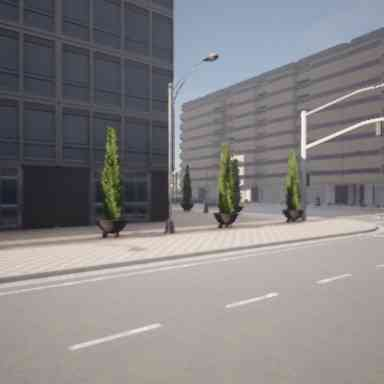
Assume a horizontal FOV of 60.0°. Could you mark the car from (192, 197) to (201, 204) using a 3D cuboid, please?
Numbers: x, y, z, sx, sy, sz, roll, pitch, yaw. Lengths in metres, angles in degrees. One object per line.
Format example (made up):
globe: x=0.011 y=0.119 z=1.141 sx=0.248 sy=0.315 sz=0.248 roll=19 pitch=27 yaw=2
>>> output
car: x=0.297 y=1.559 z=64.421 sx=1.895 sy=1.301 sz=4.718 roll=0 pitch=0 yaw=-35

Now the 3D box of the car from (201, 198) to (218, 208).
car: x=3.662 y=1.519 z=47.244 sx=1.994 sy=1.385 sz=4.181 roll=0 pitch=0 yaw=-35

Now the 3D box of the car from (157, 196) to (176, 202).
car: x=-5.642 y=1.549 z=72.762 sx=1.895 sy=1.301 sz=4.718 roll=0 pitch=0 yaw=-35

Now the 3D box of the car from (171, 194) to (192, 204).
car: x=-2.819 y=1.504 z=62.776 sx=2.033 sy=1.411 sz=5.357 roll=0 pitch=0 yaw=-35

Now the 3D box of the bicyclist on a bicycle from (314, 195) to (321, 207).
bicyclist on a bicycle: x=17.607 y=1.261 z=46.513 sx=1.656 sy=1.620 sz=0.582 roll=0 pitch=0 yaw=-35
